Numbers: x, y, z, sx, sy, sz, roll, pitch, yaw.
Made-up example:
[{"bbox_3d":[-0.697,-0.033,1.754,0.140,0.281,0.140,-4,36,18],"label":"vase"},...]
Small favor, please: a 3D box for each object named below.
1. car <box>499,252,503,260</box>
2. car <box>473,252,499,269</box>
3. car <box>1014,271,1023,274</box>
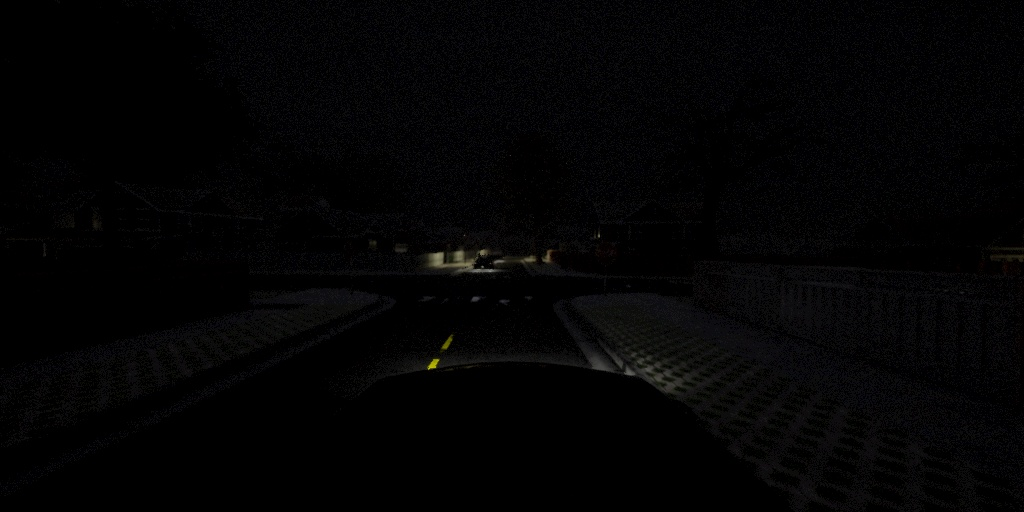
[{"bbox_3d":[-2.590,-0.002,60.342,1.895,1.301,4.718,0,1,2],"label":"car"},{"bbox_3d":[-2.755,0.560,36.206,2.033,1.411,5.357,0,2,0],"label":"car"},{"bbox_3d":[31.654,1.351,20.823,4.902,1.511,2.128,1,2,1],"label":"car"}]
